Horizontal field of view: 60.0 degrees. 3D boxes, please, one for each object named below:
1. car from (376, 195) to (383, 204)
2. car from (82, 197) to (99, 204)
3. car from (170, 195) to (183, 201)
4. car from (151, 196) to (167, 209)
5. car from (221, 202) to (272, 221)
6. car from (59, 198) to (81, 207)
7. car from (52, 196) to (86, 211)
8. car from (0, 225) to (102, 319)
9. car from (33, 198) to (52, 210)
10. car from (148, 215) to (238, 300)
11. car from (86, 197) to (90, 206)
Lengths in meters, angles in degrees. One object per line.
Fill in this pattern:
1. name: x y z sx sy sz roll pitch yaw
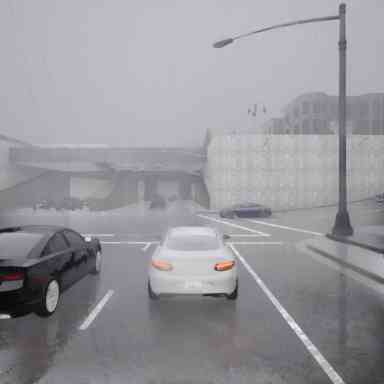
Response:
1. car: 17.728 0.154 27.244 4.718 1.301 1.895 -11 0 -1
2. car: -19.287 1.601 63.193 1.895 1.301 4.718 0 0 -1
3. car: -3.869 1.524 81.403 1.812 1.442 4.674 0 0 20
4. car: -4.570 1.564 45.961 1.994 1.385 4.181 0 0 -2
5. car: 4.394 1.546 27.230 4.181 1.385 1.994 -2 0 1
6. car: -18.962 1.601 51.840 1.895 1.301 4.718 0 0 -2
7. car: -15.091 1.352 41.047 2.097 1.767 4.553 0 0 -2
8. car: -3.479 1.478 7.492 1.882 1.535 5.008 0 0 0
9. car: -18.650 1.491 42.582 2.128 1.511 4.902 0 0 -2
10. car: 0.015 1.526 8.292 1.812 1.442 4.674 0 0 0
11. car: -15.404 1.491 50.147 2.128 1.511 4.902 0 0 -2
